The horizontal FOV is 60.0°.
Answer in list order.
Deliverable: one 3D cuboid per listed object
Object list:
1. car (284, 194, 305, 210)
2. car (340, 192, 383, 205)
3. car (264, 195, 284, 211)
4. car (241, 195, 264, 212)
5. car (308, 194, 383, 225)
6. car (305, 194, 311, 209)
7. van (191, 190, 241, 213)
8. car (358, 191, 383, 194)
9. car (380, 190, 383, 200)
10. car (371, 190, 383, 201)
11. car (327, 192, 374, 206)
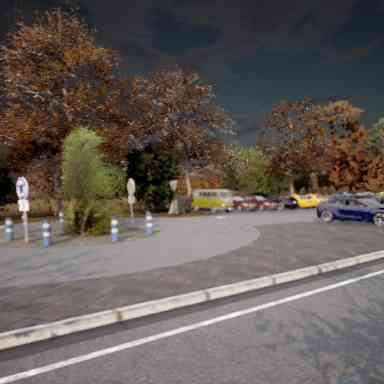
[{"bbox_3d":[8.623,1.035,34.136,2.163,1.488,4.792,0,0,-35],"label":"car"},{"bbox_3d":[22.347,0.769,43.722,2.231,1.521,4.892,-2,1,-35],"label":"car"},{"bbox_3d":[6.254,1.050,32.443,2.002,1.452,4.674,0,0,-35],"label":"car"},{"bbox_3d":[3.974,1.048,30.843,2.002,1.452,4.674,0,0,-35],"label":"car"},{"bbox_3d":[9.384,1.044,18.622,2.163,1.488,4.792,0,0,-35],"label":"car"},{"bbox_3d":[10.819,0.988,35.868,1.946,1.575,5.366,-1,0,-35],"label":"car"},{"bbox_3d":[1.860,0.781,29.202,1.878,1.987,4.442,0,1,-35],"label":"van"},{"bbox_3d":[13.909,0.894,21.870,2.185,1.767,4.553,0,0,-35],"label":"car"},{"bbox_3d":[31.361,0.430,50.060,2.097,1.535,5.008,-3,1,-35],"label":"car"},{"bbox_3d":[29.189,0.526,48.303,1.946,1.575,5.366,-2,1,-35],"label":"car"},{"bbox_3d":[19.959,0.835,42.048,2.097,1.535,5.008,-2,1,-35],"label":"car"}]
